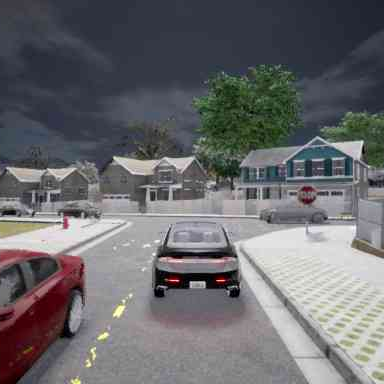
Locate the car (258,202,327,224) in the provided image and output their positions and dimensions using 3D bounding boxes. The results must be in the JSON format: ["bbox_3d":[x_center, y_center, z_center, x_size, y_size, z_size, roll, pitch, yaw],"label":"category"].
[{"bbox_3d":[6.389,1.311,21.312,4.181,1.385,1.994,-1,-2,6],"label":"car"}]

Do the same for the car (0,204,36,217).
[{"bbox_3d":[-19.235,2.021,36.506,4.902,1.511,2.128,-2,-2,30],"label":"car"}]

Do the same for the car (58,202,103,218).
[{"bbox_3d":[-10.543,1.757,31.230,4.892,1.490,1.837,-2,-2,32],"label":"car"}]

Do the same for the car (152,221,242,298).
[{"bbox_3d":[0.102,1.495,8.542,2.128,1.511,4.902,0,0,0],"label":"car"}]

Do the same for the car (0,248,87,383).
[{"bbox_3d":[-2.751,1.479,3.782,1.882,1.535,5.008,0,0,0],"label":"car"}]
